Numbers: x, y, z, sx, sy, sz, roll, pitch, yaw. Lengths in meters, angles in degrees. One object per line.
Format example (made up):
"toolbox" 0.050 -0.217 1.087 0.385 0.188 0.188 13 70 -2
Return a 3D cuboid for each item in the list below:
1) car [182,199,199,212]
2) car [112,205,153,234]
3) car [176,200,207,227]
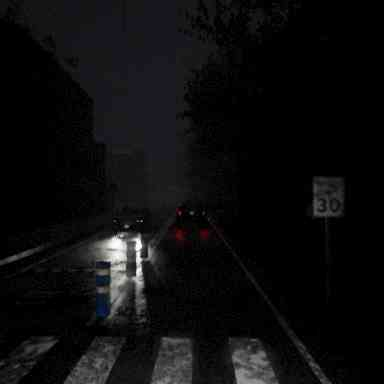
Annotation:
"car" -0.195 1.662 41.573 2.033 1.411 5.357 0 0 -1
"car" -3.450 1.549 19.929 2.128 1.511 4.902 0 0 0
"car" -0.027 1.438 23.836 2.097 1.767 4.553 0 0 0
